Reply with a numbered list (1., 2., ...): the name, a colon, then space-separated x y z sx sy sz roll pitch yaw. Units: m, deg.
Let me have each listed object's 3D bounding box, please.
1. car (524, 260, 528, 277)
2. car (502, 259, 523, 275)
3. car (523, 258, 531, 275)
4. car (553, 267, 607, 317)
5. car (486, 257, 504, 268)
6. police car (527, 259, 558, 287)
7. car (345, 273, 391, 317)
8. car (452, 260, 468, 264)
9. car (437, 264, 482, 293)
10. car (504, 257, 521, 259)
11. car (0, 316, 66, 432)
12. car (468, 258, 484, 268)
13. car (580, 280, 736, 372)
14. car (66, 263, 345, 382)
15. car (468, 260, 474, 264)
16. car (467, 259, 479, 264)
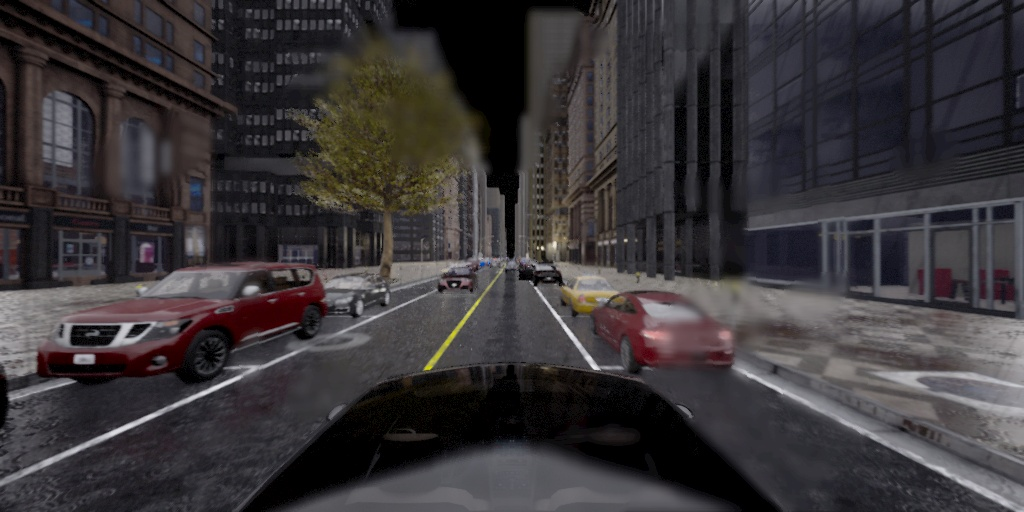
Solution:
1. car: 2.764 1.387 41.417 2.007 1.370 4.403 0 0 0
2. car: 0.024 1.398 47.140 2.033 1.411 5.357 0 0 0
3. car: 2.764 1.290 47.094 1.967 1.591 4.097 0 0 0
4. car: 2.763 1.298 13.200 1.751 1.417 4.829 0 0 0
5. car: -2.997 1.421 64.015 2.128 1.511 4.902 0 0 0
6. police car: 2.368 1.225 25.552 1.930 1.638 5.238 0 0 0
7. car: -5.762 1.323 13.022 2.007 1.370 4.403 0 0 0
8. car: -5.761 1.348 35.561 1.751 1.417 4.829 0 0 0
9. car: -3.097 1.354 21.173 1.994 1.385 4.181 0 0 0
10. car: 0.003 1.384 63.672 2.128 1.511 4.902 0 0 0
11. car: -5.762 1.316 1.668 1.948 1.339 4.313 0 0 0
12. car: -5.760 1.179 52.764 2.192 1.841 5.009 0 0 0
13. car: 2.763 1.343 7.352 1.802 1.307 4.207 0 0 0
14. car: -5.762 1.076 7.345 2.192 1.841 5.009 0 0 0
15. car: -5.761 1.419 41.409 1.802 1.307 4.207 0 0 0
16. car: -5.761 1.433 47.086 1.802 1.307 4.207 0 0 0
